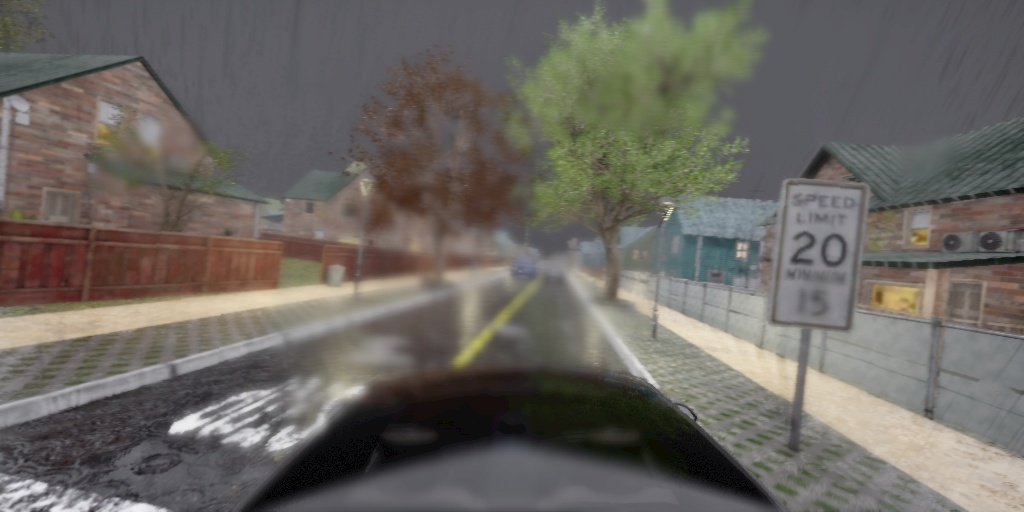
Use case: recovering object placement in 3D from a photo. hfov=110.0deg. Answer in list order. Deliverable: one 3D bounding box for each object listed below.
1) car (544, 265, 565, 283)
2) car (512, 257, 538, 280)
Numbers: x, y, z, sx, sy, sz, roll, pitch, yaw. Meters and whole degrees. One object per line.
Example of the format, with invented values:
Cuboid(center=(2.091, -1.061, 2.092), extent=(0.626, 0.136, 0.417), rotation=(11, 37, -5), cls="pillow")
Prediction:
Cuboid(center=(4.303, 1.839, 36.184), extent=(1.994, 1.385, 4.181), rotation=(6, 0, 8), cls="car")
Cuboid(center=(1.373, 1.205, 35.403), extent=(2.150, 2.045, 5.566), rotation=(6, 0, 8), cls="car")
